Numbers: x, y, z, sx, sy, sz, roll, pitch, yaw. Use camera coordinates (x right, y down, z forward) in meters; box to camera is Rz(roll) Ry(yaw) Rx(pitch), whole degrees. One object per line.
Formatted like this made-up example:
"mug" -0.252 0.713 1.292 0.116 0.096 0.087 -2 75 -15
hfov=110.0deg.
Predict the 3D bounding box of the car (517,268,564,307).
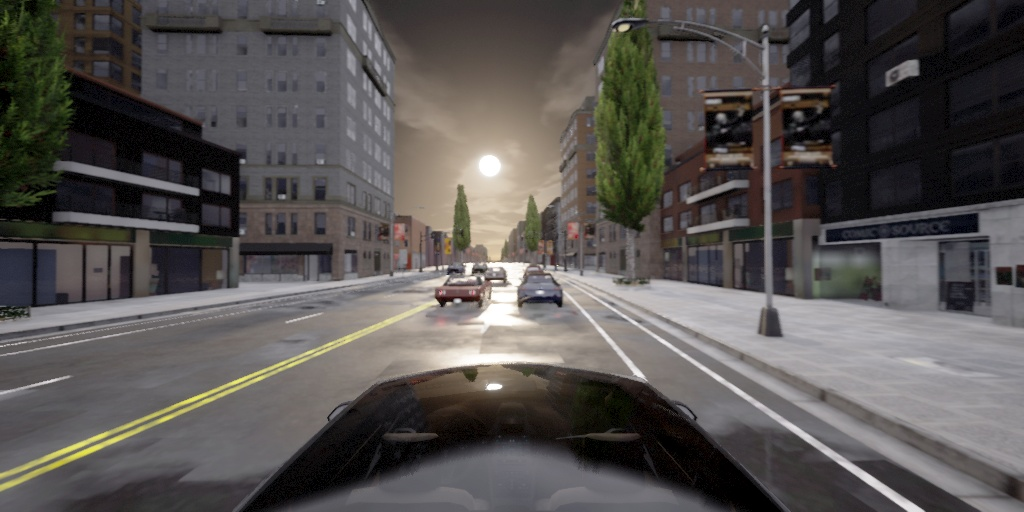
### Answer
"car" 1.246 1.449 16.377 1.994 1.385 4.181 0 -1 3

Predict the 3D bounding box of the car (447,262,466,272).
"car" -7.559 1.613 48.936 2.097 1.767 4.553 0 0 0

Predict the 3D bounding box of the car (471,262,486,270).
"car" -4.308 1.599 48.930 2.097 1.767 4.553 0 0 0

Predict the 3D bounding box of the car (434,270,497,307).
"car" -2.011 1.500 16.366 1.895 1.301 4.718 0 -1 3

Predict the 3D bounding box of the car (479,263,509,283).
"car" -1.355 1.596 31.284 2.033 1.411 5.357 0 -1 2

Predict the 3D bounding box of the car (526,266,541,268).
"car" 1.907 1.564 31.595 1.812 1.442 4.674 0 0 2
